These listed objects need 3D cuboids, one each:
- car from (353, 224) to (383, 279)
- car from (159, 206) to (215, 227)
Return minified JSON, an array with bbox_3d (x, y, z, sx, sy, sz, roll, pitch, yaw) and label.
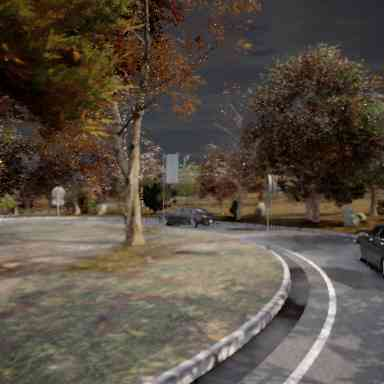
[{"bbox_3d":[6.367,1.686,10.020,1.837,1.490,4.892,1,0,13],"label":"car"},{"bbox_3d":[-0.492,1.911,26.300,4.892,1.490,1.837,1,-2,38],"label":"car"}]
